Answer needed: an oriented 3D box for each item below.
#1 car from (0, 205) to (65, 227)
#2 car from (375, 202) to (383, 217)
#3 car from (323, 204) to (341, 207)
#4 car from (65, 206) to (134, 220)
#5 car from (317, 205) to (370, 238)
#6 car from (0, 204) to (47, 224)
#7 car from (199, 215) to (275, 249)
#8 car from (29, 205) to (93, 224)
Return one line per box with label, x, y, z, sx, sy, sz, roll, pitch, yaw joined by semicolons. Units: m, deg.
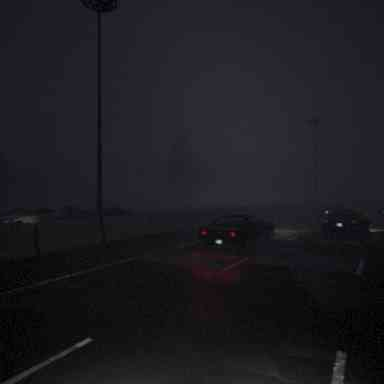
car;-10.377;1.709;21.703;1.812;1.442;4.674;0;0;31
car;19.135;1.691;32.245;1.812;1.442;4.674;-1;0;41
car;12.957;1.735;30.344;1.994;1.385;4.181;-1;-1;39
car;-5.841;1.700;22.405;1.812;1.442;4.674;-1;-1;32
car;8.691;1.668;18.698;1.994;1.385;4.181;0;0;34
car;-14.711;1.804;27.982;1.994;1.385;4.181;0;0;32
car;2.234;1.700;15.192;1.895;1.301;4.718;0;0;31
car;-10.760;1.827;27.729;1.895;1.301;4.718;0;0;33
